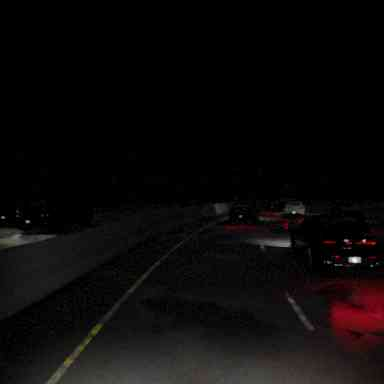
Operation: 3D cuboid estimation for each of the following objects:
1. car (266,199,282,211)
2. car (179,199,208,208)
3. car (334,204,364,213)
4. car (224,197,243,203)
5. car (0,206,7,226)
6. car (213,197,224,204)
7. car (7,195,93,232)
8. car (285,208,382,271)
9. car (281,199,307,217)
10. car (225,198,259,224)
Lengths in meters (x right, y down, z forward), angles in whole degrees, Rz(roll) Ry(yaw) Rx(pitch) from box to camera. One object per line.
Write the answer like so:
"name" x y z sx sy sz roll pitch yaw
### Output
"car" 10.624 1.562 41.530 2.128 1.511 4.902 0 0 27
"car" 0.226 1.537 36.144 1.882 1.535 5.008 0 0 23
"car" 10.517 1.543 22.645 1.812 1.442 4.674 0 0 16
"car" 8.031 1.637 57.854 1.882 1.535 5.008 0 0 35
"car" -11.155 1.241 23.482 2.150 2.045 5.566 0 0 14
"car" 5.588 1.670 60.457 2.128 1.511 4.902 0 0 35
"car" -8.230 1.234 20.486 2.150 2.045 5.566 0 0 12
"car" 4.520 1.511 11.028 1.837 1.490 4.892 0 0 7
"car" 9.714 1.562 31.144 1.812 1.442 4.674 0 0 21
"car" 3.995 1.502 25.136 1.882 1.535 5.008 0 0 16
